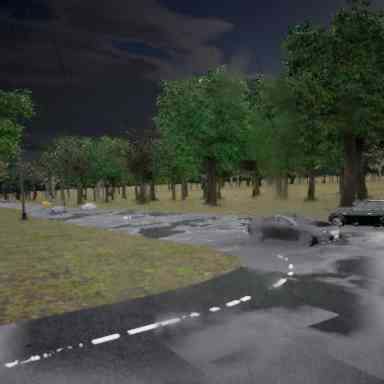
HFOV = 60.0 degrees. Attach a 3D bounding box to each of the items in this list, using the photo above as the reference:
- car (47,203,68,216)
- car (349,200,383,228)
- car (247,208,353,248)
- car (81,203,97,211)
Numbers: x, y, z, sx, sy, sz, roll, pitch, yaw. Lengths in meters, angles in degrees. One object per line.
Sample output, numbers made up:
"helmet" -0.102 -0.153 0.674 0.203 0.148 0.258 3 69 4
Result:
"car" -21.322 2.989 53.159 1.812 1.442 4.674 -4 1 -34
"car" 10.797 1.284 20.385 2.097 1.767 4.553 -4 1 -36
"car" 4.905 1.793 16.610 2.128 1.511 4.902 -4 0 -36
"car" -19.061 2.737 61.743 1.812 1.442 4.674 -4 1 -36
